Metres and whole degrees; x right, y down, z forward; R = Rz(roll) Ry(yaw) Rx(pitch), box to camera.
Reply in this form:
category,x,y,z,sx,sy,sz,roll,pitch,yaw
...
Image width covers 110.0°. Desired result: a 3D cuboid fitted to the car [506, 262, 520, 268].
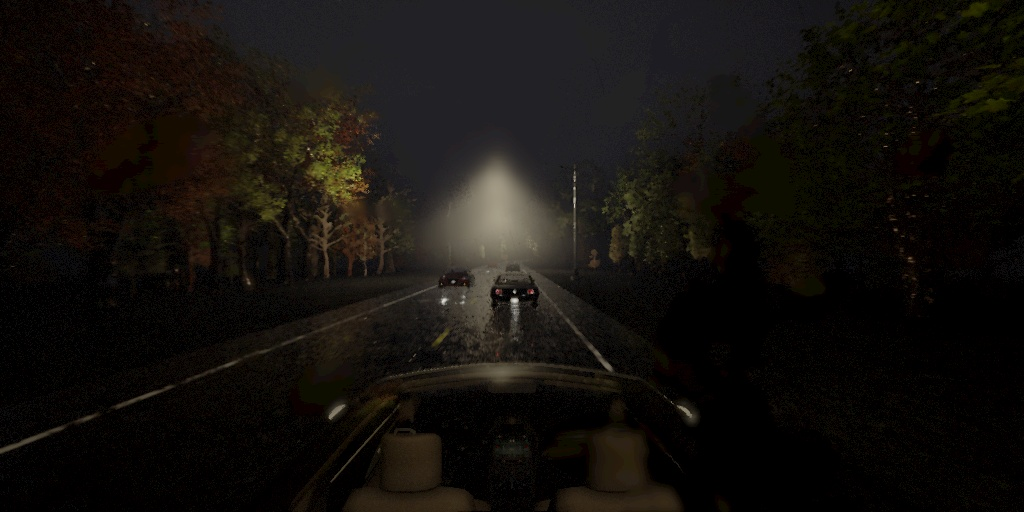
category,x,y,z,sx,sy,sz,roll,pitch,yaw
car,0.122,1.485,50.998,1.994,1.385,4.181,0,0,0

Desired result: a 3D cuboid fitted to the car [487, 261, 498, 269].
category,x,y,z,sx,sy,sz,roll,pitch,yaw
car,-3.478,1.558,64.431,1.895,1.301,4.718,0,0,0

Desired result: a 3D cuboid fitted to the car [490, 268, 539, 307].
category,x,y,z,sx,sy,sz,roll,pitch,yaw
car,0.106,1.400,15.868,1.895,1.301,4.718,0,0,0

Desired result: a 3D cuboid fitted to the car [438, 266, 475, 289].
category,x,y,z,sx,sy,sz,roll,pitch,yaw
car,-3.583,1.391,23.810,1.994,1.385,4.181,0,0,0
